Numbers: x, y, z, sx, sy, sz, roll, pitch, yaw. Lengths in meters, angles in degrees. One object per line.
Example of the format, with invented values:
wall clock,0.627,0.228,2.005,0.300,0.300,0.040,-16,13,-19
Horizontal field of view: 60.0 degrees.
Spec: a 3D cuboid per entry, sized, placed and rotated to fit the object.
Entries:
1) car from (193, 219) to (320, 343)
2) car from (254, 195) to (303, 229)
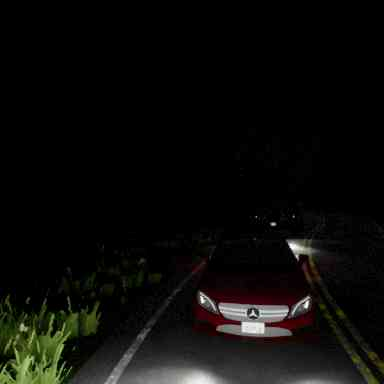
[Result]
car,1.232,1.534,6.686,1.812,1.442,4.674,-1,0,11
car,5.005,1.215,18.856,2.150,2.045,5.566,-2,-1,22
